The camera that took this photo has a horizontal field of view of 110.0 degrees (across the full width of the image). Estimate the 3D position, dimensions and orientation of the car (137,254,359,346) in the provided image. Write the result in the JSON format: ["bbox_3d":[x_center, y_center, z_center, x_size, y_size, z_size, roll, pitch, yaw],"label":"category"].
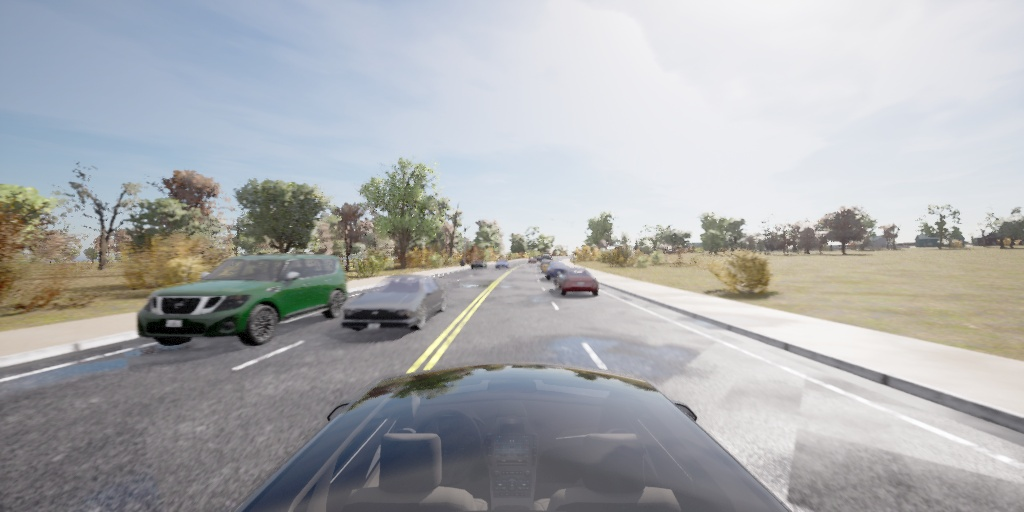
[{"bbox_3d":[-6.542,0.959,9.743,2.150,2.045,5.566,0,0,1],"label":"car"}]

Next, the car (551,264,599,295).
[{"bbox_3d":[3.474,1.318,19.795,1.994,1.385,4.181,0,0,1],"label":"car"}]

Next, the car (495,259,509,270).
[{"bbox_3d":[-1.415,1.220,53.239,1.812,1.442,4.674,0,0,5],"label":"car"}]

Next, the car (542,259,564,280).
[{"bbox_3d":[3.840,1.268,30.714,1.812,1.442,4.674,0,0,2],"label":"car"}]

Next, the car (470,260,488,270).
[{"bbox_3d":[-4.761,1.295,52.030,1.895,1.301,4.718,0,0,5],"label":"car"}]

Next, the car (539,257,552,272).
[{"bbox_3d":[4.386,1.181,41.822,1.801,1.575,5.366,0,0,3],"label":"car"}]

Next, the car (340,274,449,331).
[{"bbox_3d":[-3.280,1.292,11.251,2.033,1.411,5.357,0,0,1],"label":"car"}]

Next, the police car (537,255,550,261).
[{"bbox_3d":[5.088,1.127,52.640,1.930,1.638,5.238,0,0,4],"label":"police car"}]
